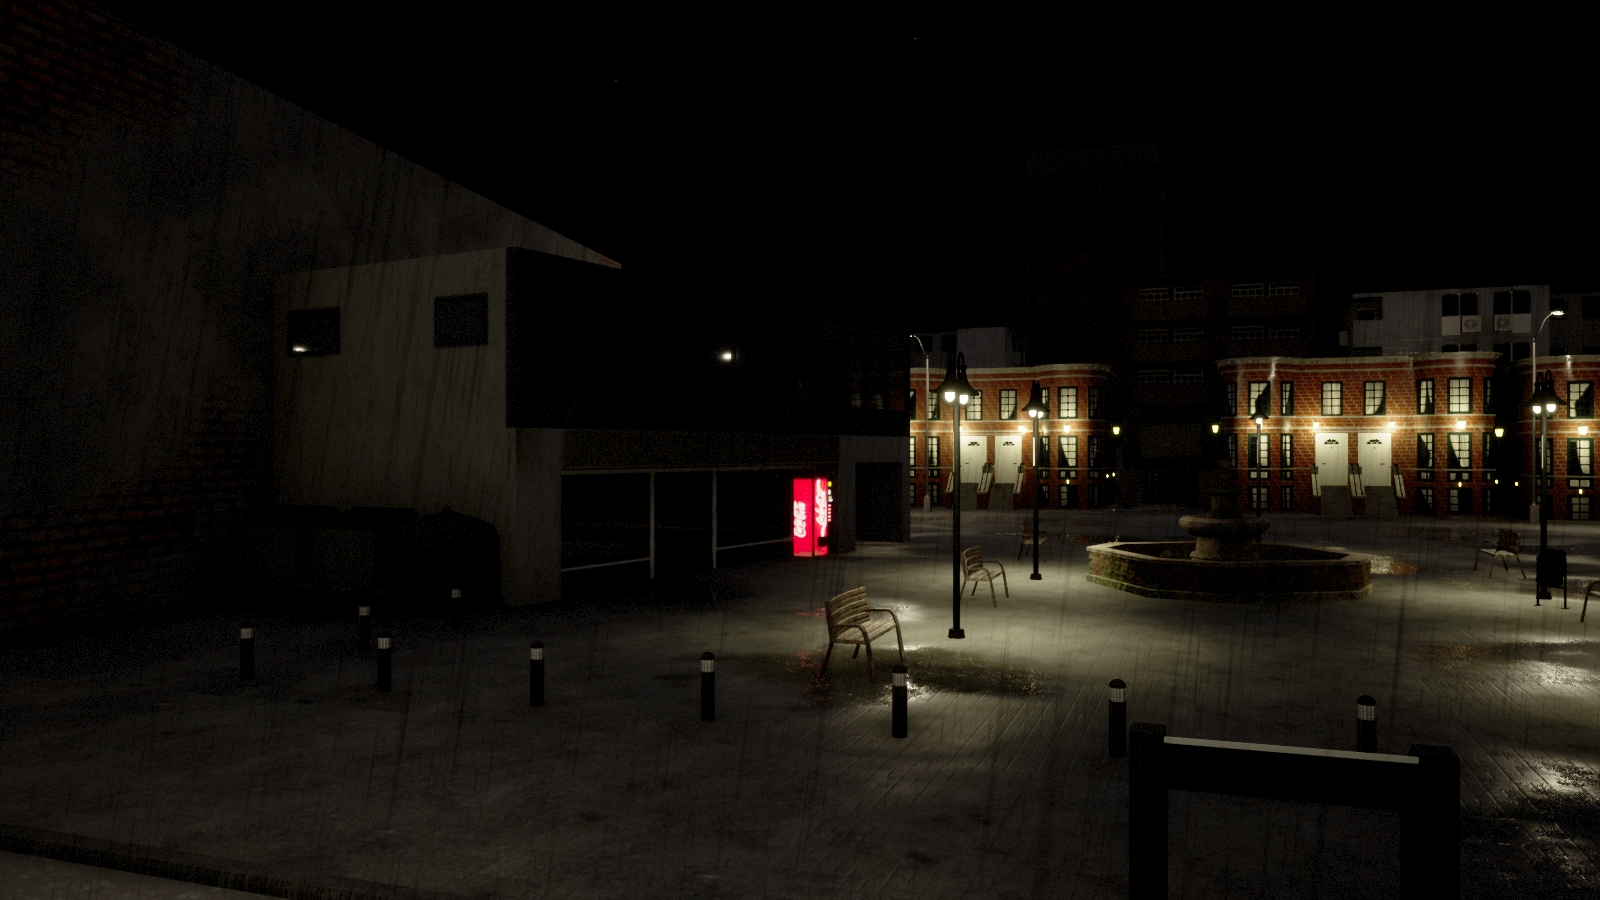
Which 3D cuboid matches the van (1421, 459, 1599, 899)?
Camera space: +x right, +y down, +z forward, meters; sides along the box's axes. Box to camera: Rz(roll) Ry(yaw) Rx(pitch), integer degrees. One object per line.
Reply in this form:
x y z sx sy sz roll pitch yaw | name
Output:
4.667 1.314 2.150 5.915 2.561 1.988 0 0 20 | van
